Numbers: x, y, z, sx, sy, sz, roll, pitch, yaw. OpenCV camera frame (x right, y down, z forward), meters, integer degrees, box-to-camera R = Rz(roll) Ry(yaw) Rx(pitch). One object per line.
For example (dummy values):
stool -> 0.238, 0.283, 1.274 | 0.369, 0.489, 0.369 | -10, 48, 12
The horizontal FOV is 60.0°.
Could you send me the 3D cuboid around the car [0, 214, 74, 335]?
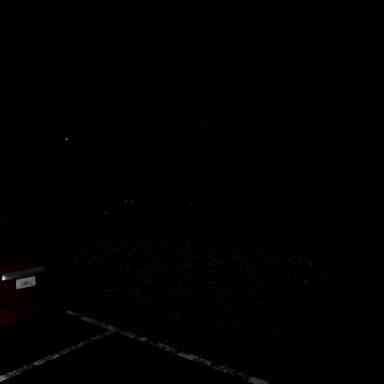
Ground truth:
car -> -4.187, 1.316, 5.942 | 5.009, 1.841, 2.192 | 0, -1, 36
